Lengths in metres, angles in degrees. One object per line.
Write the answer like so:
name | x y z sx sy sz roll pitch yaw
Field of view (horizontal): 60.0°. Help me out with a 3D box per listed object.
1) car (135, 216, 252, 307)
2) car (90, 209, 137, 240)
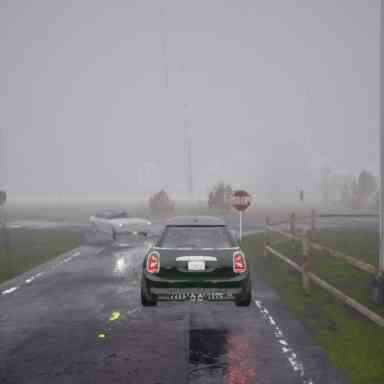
car | 0.077 1.352 8.150 2.097 1.767 4.553 0 0 0
car | -3.808 1.600 17.429 1.895 1.301 4.718 0 0 -33
